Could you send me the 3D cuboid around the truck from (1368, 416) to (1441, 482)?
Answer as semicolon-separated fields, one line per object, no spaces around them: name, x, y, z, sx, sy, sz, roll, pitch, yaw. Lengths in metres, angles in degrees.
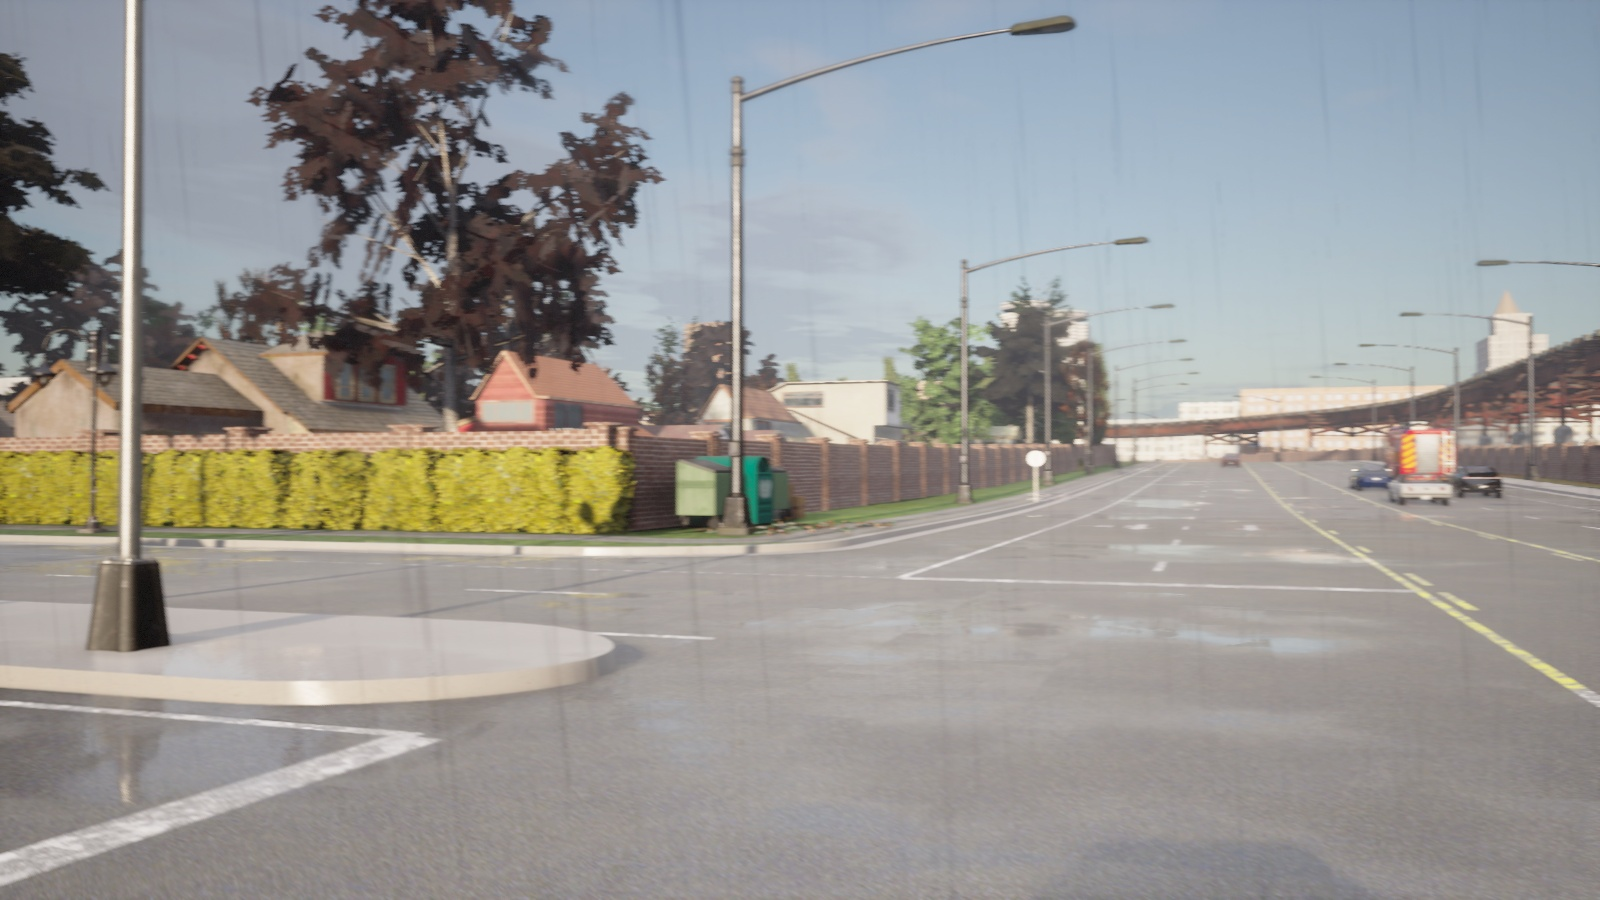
truck;37.158;-0.079;77.478;2.891;3.827;8.468;-1;0;18

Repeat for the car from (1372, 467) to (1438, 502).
car;25.549;1.435;53.176;1.895;1.301;4.718;-1;0;18

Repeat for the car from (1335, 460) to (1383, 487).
car;30.878;1.277;69.479;1.994;1.385;4.181;-1;0;18

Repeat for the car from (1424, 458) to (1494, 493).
car;31.536;1.197;60.231;2.128;1.511;4.902;-1;0;18
